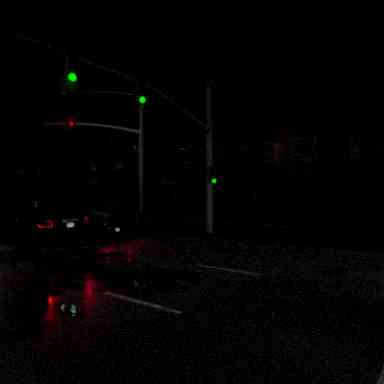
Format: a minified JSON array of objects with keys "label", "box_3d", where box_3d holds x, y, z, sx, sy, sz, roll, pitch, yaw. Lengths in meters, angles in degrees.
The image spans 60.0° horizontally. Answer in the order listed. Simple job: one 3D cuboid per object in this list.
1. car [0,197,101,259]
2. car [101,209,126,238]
[{"label":"car","box_3d":[-6.273,1.203,12.764,5.566,2.045,2.150,0,0,35]},{"label":"car","box_3d":[-5.233,1.505,16.305,4.674,1.442,1.812,0,0,35]}]
